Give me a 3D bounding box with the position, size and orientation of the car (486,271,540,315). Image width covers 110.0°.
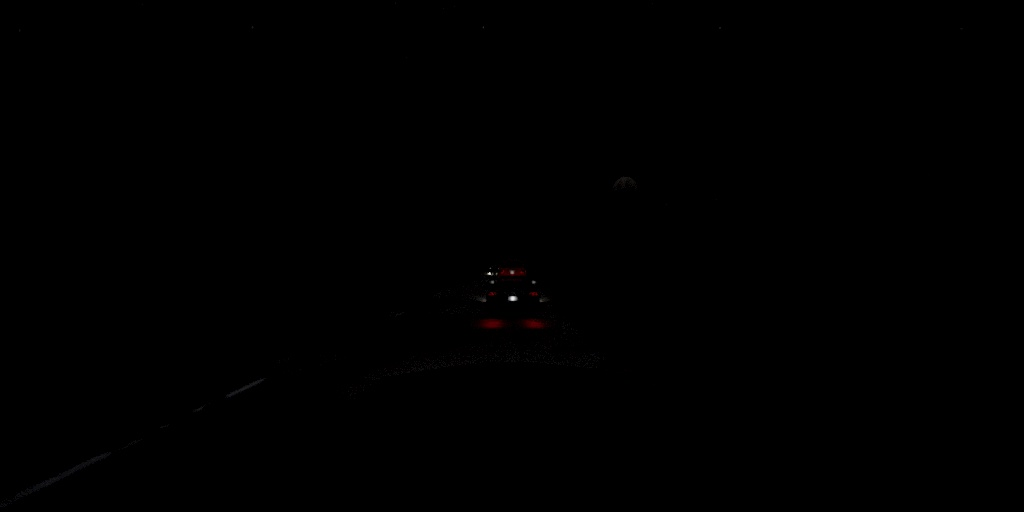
[{"bbox_3d":[0.046,1.462,14.394,1.994,1.385,4.181,0,-1,0],"label":"car"}]

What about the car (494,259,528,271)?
[{"bbox_3d":[0.033,1.281,28.122,2.150,2.045,5.566,0,0,0],"label":"car"}]

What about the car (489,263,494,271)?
[{"bbox_3d":[-2.804,1.934,59.356,1.882,1.535,5.008,0,-1,0],"label":"car"}]
